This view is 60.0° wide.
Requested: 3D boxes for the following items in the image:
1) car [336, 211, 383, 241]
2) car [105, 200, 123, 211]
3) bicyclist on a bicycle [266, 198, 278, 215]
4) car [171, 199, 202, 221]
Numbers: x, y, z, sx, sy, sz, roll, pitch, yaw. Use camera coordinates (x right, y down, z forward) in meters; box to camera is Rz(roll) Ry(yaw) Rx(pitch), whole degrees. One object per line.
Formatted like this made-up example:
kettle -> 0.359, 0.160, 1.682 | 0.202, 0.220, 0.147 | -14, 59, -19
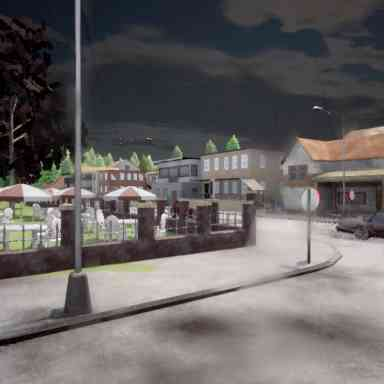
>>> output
car -> 9.361, 1.548, 14.891 | 2.033, 1.411, 5.357 | 0, 0, -41
car -> -9.231, 1.526, 40.594 | 1.812, 1.442, 4.674 | 0, 0, -35
bicyclist on a bicycle -> 7.565, 1.349, 31.435 | 1.656, 1.620, 0.582 | 0, 0, -35
car -> 0.177, 1.353, 27.333 | 2.097, 1.767, 4.553 | 0, 0, -35
